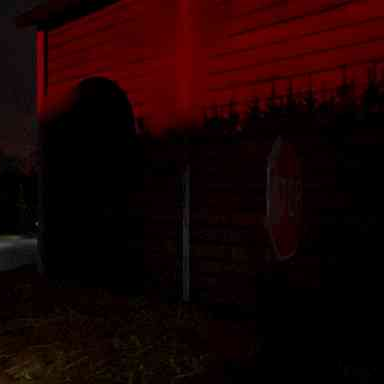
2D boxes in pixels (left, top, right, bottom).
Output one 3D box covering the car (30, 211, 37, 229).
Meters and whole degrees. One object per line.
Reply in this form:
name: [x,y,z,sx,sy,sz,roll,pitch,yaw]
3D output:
car: [-6.125,1.213,18.768,2.150,2.045,5.566,0,0,34]
